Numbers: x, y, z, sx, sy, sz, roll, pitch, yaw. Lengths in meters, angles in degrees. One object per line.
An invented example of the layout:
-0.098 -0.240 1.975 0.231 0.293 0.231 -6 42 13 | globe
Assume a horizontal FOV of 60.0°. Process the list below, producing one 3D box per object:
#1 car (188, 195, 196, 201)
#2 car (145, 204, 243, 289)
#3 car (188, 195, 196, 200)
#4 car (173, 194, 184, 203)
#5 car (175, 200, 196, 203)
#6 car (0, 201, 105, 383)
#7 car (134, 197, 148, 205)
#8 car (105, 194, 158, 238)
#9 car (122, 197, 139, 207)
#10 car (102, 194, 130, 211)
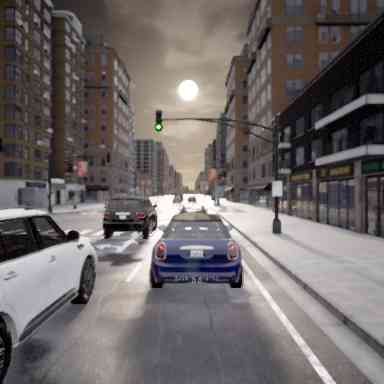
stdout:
0.039 1.528 82.922 1.994 1.385 4.181 0 0 0 | car
0.104 1.357 9.338 2.097 1.767 4.553 0 0 0 | car
0.035 1.596 72.914 1.812 1.442 4.674 0 0 0 | car
-3.215 1.611 72.501 2.033 1.411 5.357 0 0 0 | car
0.100 1.508 21.858 2.128 1.511 4.902 0 0 0 | car
-3.145 1.226 4.948 2.150 2.045 5.566 0 0 0 | car
-9.724 1.661 63.493 1.895 1.301 4.718 0 0 0 | car
-3.141 1.233 17.770 2.150 2.045 5.566 0 0 0 | car
-9.800 1.573 53.081 1.812 1.442 4.674 0 0 0 | car
-9.793 1.257 43.347 2.150 2.045 5.566 0 0 2 | car
